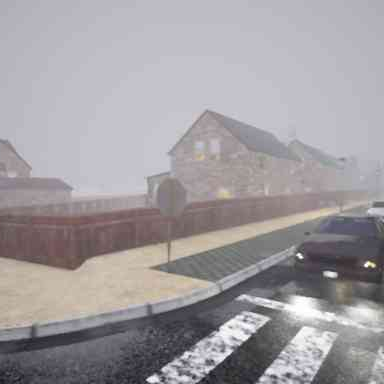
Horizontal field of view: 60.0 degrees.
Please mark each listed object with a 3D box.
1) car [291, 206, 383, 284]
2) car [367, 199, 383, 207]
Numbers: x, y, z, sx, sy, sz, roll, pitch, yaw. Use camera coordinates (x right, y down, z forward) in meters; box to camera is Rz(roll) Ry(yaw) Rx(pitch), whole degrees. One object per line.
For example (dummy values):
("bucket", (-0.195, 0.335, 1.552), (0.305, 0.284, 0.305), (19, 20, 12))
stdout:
("car", (4.452, 1.337, 9.327), (2.033, 1.411, 5.357), (1, 2, 34))
("car", (10.782, 1.147, 18.381), (1.812, 1.442, 4.674), (1, 2, 35))
